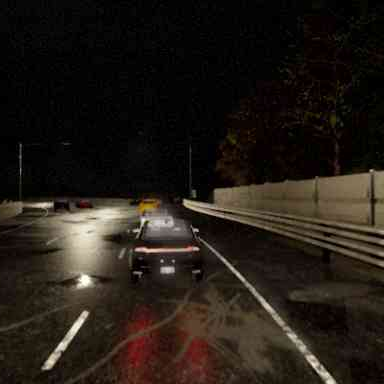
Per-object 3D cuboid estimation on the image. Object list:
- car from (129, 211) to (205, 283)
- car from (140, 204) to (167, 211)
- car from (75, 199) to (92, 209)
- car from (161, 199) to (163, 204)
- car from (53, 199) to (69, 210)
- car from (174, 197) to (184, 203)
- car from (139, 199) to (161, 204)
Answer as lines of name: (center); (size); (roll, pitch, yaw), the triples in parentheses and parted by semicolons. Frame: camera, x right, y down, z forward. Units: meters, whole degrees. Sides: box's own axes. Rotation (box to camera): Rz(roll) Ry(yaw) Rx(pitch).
car: (-0.757, 1.531, 9.813); (2.128, 1.511, 4.902); (0, 0, -5)
car: (-2.311, 1.684, 20.761); (1.895, 1.301, 4.718); (0, 0, -10)
car: (-16.337, 1.777, 49.981); (1.994, 1.385, 4.181); (0, 0, -27)
car: (-5.683, 1.681, 47.331); (2.128, 1.511, 4.902); (0, 0, -3)
car: (-17.890, 1.689, 45.357); (2.128, 1.511, 4.902); (0, 0, -26)
car: (-3.905, 2.066, 92.372); (1.882, 1.535, 5.008); (0, -2, 4)
car: (-4.705, 1.624, 36.313); (1.882, 1.535, 5.008); (0, 0, -7)
